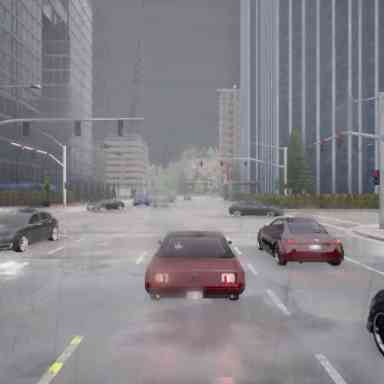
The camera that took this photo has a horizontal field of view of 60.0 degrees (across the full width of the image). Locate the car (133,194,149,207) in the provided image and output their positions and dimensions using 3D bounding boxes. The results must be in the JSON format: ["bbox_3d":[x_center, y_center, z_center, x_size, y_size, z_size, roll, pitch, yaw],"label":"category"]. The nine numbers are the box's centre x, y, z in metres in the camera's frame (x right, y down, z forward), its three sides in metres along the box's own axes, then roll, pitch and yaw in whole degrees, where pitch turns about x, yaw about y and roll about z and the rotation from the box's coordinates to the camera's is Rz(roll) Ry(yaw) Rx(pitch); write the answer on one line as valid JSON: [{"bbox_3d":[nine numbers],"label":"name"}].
[{"bbox_3d":[-7.859,1.267,52.758,2.150,2.045,5.566,0,0,-1],"label":"car"}]

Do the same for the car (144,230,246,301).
[{"bbox_3d":[0.071,1.608,8.312,1.895,1.301,4.718,0,0,0],"label":"car"}]

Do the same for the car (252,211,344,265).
[{"bbox_3d":[3.578,1.574,11.670,1.994,1.385,4.181,0,0,0],"label":"car"}]

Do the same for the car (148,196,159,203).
[{"bbox_3d":[-8.005,1.584,69.081,1.812,1.442,4.674,0,0,-1],"label":"car"}]

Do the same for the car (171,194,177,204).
[{"bbox_3d":[-4.495,1.605,67.116,2.033,1.411,5.357,0,0,0],"label":"car"}]

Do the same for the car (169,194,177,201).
[{"bbox_3d":[-4.696,1.359,82.333,1.837,1.490,4.892,0,0,-1],"label":"car"}]

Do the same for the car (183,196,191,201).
[{"bbox_3d":[-1.286,1.628,88.585,1.994,1.385,4.181,0,0,-1],"label":"car"}]

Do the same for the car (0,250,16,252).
[{"bbox_3d":[-3.601,1.566,2.755,1.994,1.385,4.181,0,0,0],"label":"car"}]

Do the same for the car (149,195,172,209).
[{"bbox_3d":[-4.246,1.530,45.447,2.128,1.511,4.902,0,0,-1],"label":"car"}]

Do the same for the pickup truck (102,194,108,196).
[{"bbox_3d":[-21.189,1.121,73.362,2.390,2.098,6.274,0,0,30],"label":"pickup truck"}]

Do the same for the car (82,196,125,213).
[{"bbox_3d":[-9.790,1.525,38.303,2.128,1.511,4.902,1,0,31],"label":"car"}]

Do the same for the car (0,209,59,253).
[{"bbox_3d":[-7.114,1.516,13.756,1.837,1.490,4.892,0,0,0],"label":"car"}]

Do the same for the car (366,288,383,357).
[{"bbox_3d":[3.608,1.567,3.259,1.994,1.385,4.181,0,0,-1],"label":"car"}]

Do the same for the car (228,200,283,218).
[{"bbox_3d":[5.630,1.530,29.561,4.892,1.490,1.837,0,1,21],"label":"car"}]
